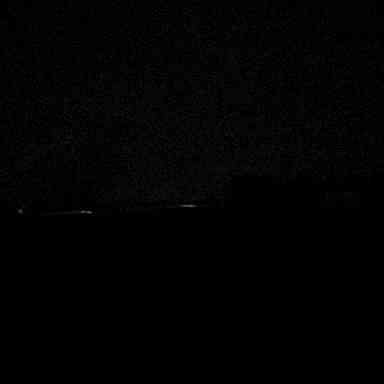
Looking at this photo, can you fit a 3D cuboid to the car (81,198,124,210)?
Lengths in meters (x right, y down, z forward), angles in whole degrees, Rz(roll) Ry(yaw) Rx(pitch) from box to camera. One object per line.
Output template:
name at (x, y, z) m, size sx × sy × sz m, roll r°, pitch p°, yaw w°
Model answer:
car at (-10.547, 1.422, 39.441) m, size 2.033 × 1.411 × 5.357 m, roll -1°, pitch -1°, yaw 34°

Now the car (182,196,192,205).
car at (0.354, 1.414, 54.763) m, size 1.812 × 1.442 × 4.674 m, roll -1°, pitch -1°, yaw 36°

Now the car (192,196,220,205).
car at (2.585, 1.322, 52.992) m, size 1.882 × 1.535 × 5.008 m, roll -1°, pitch -1°, yaw 36°

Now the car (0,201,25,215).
car at (-17.300, 1.464, 29.880) m, size 1.994 × 1.385 × 4.181 m, roll -1°, pitch 0°, yaw 34°

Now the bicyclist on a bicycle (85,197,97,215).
bicyclist on a bicycle at (-9.351, 1.277, 30.750) m, size 1.656 × 1.620 × 0.582 m, roll 0°, pitch 0°, yaw 35°
